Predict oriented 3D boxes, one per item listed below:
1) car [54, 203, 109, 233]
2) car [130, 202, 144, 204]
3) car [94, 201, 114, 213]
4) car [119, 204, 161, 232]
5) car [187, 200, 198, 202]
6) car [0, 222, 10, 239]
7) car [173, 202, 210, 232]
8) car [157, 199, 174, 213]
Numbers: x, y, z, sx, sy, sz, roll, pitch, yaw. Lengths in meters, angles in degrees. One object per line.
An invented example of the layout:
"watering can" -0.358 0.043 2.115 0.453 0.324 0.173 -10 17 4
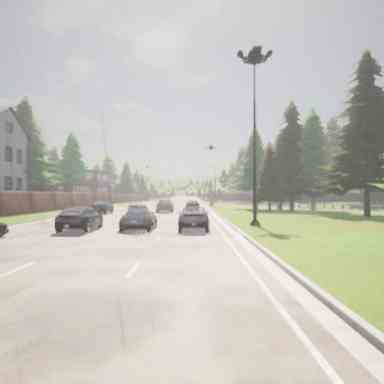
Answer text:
"car" -6.898 1.668 20.728 1.837 1.490 4.892 0 -1 0
"car" -6.932 1.935 42.340 1.895 1.301 4.718 0 0 0
"car" -10.452 1.784 38.756 1.882 1.535 5.008 0 0 1
"car" -3.398 1.734 21.472 1.994 1.385 4.181 0 -1 0
"car" 0.089 1.834 45.195 1.882 1.535 5.008 0 0 0
"car" -10.398 1.666 14.812 2.033 1.411 5.357 0 0 0
"car" 0.101 1.661 21.328 2.128 1.511 4.902 0 0 0
"car" -3.424 1.691 43.072 2.097 1.767 4.553 0 -1 0
